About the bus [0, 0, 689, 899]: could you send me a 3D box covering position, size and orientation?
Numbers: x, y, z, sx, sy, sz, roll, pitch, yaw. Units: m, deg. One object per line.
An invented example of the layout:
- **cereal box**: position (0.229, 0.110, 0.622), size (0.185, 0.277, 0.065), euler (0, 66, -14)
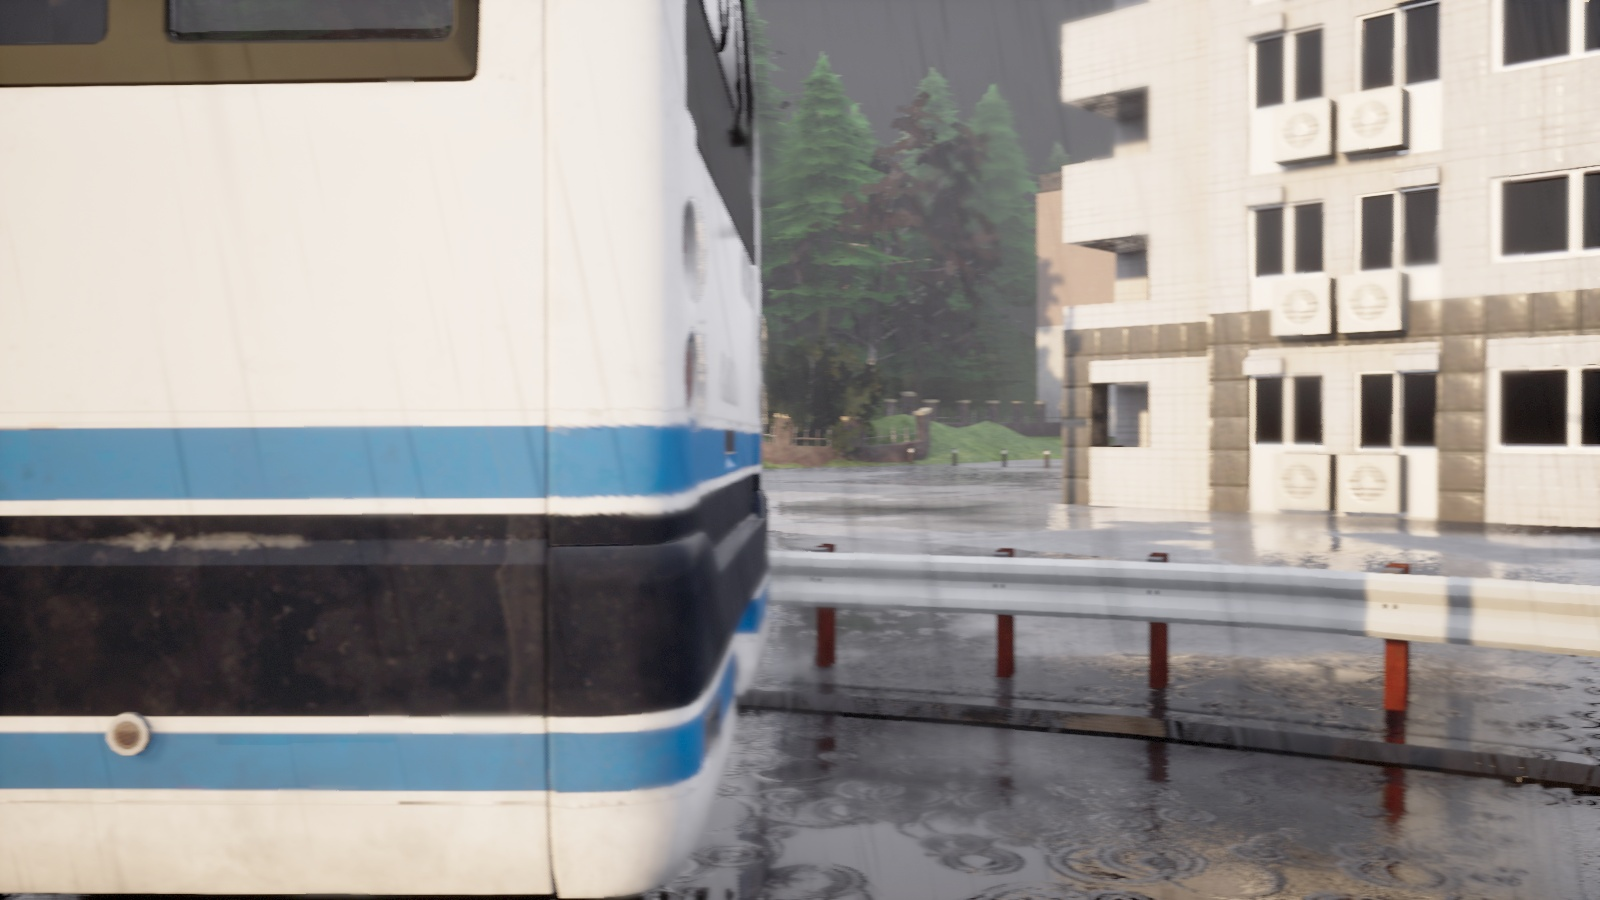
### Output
- **bus**: position (-5.725, -0.655, 4.327), size (10.273, 4.253, 3.944), euler (0, 0, 1)
